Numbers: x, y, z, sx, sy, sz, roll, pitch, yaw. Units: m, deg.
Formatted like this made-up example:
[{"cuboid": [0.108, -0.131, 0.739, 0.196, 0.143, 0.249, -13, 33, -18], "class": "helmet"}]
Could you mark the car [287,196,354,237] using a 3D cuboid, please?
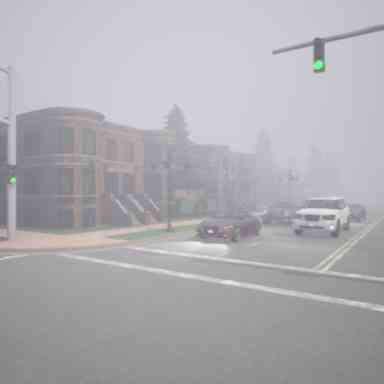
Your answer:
[{"cuboid": [7.399, 1.271, 18.748, 2.150, 2.045, 5.566, 0, 0, 33], "class": "car"}]

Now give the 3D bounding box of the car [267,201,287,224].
[{"cuboid": [6.651, 1.415, 23.964, 2.097, 1.767, 4.553, 0, 0, 33], "class": "car"}]

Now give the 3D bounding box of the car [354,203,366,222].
[{"cuboid": [13.075, 1.618, 27.324, 2.033, 1.411, 5.357, 0, 0, 34], "class": "car"}]

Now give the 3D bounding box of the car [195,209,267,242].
[{"cuboid": [1.919, 1.609, 16.761, 1.994, 1.385, 4.181, 0, 0, 33], "class": "car"}]
